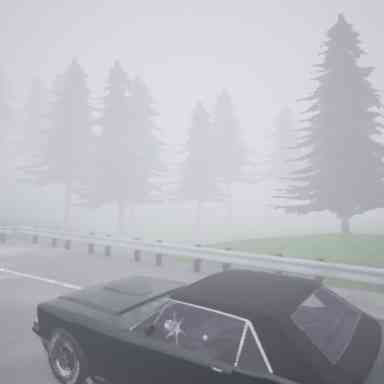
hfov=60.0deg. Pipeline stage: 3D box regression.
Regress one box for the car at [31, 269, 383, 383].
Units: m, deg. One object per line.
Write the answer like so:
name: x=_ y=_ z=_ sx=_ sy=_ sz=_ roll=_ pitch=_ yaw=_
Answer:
car: x=0.288 y=1.594 z=3.688 sx=4.718 sy=1.301 sz=1.895 roll=0 pitch=0 yaw=35
